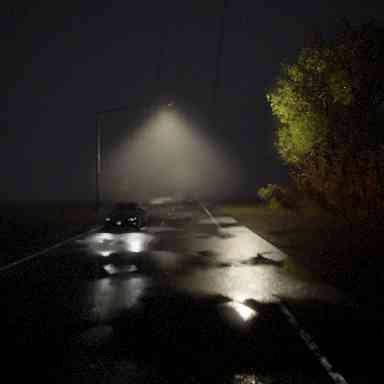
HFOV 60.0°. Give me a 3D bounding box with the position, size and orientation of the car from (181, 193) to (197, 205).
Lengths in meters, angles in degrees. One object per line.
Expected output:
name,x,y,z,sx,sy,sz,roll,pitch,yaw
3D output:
car,-0.262,1.092,46.506,1.994,1.385,4.181,0,1,0

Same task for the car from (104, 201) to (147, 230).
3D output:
car,-3.745,1.315,19.412,1.837,1.490,4.892,0,1,0

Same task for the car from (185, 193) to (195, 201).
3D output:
car,-0.416,0.879,63.959,1.812,1.442,4.674,0,1,-1
